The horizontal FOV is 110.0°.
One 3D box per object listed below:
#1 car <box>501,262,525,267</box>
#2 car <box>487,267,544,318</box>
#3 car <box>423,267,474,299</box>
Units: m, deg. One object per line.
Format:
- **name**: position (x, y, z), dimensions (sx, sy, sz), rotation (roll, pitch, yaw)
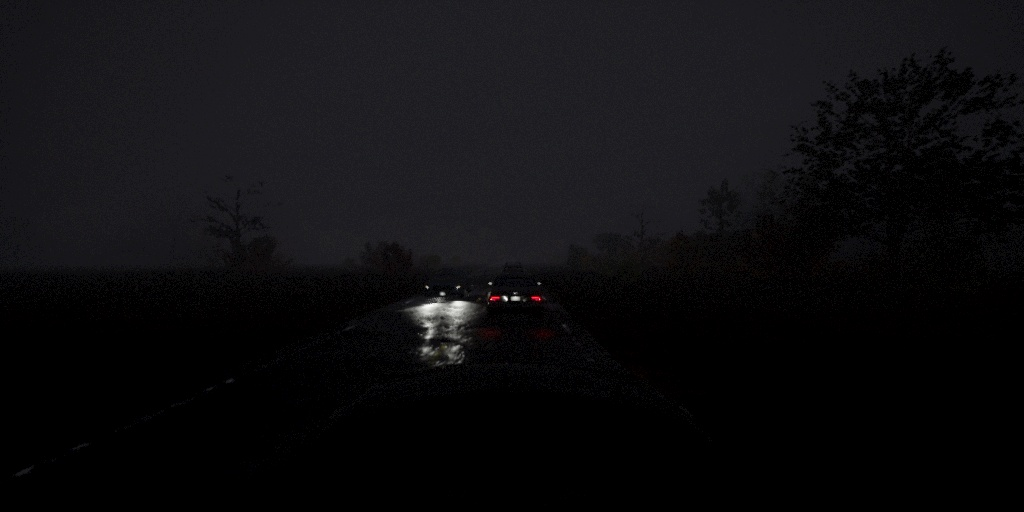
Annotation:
- **car**: position (0.104, 1.239, 31.618), dimensions (2.128, 1.511, 4.902), rotation (0, 0, 0)
- **car**: position (0.101, 1.297, 13.018), dimensions (2.033, 1.411, 5.357), rotation (0, 0, 0)
- **car**: position (-3.075, 1.297, 18.509), dimensions (2.033, 1.411, 5.357), rotation (0, 0, 0)
